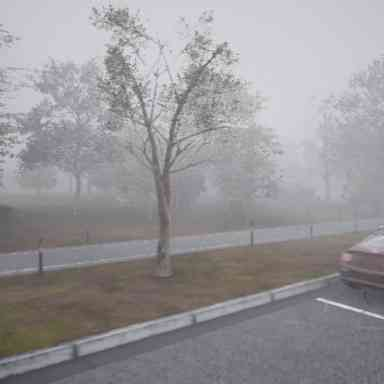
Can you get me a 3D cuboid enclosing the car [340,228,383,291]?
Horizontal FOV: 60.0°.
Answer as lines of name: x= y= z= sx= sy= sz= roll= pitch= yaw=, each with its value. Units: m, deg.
car: x=5.343 y=1.525 z=7.867 sx=4.674 sy=1.452 sz=2.002 roll=0 pitch=0 yaw=-35
